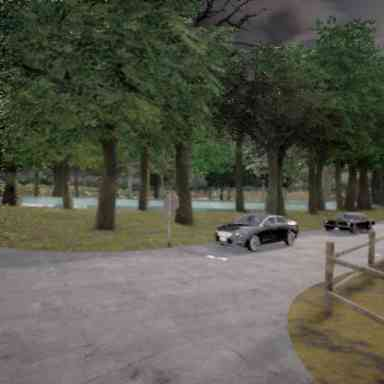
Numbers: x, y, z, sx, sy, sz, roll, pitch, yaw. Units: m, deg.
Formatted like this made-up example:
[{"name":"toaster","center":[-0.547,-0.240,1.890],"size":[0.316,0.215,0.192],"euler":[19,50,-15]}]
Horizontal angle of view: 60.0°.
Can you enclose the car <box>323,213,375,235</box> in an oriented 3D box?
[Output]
[{"name":"car","center":[10.909,2.102,22.998],"size":[4.718,1.301,1.895],"euler":[2,0,-44]}]

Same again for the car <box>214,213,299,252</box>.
[{"name":"car","center":[3.090,1.740,15.423],"size":[4.902,1.511,2.128],"euler":[2,0,-43]}]
